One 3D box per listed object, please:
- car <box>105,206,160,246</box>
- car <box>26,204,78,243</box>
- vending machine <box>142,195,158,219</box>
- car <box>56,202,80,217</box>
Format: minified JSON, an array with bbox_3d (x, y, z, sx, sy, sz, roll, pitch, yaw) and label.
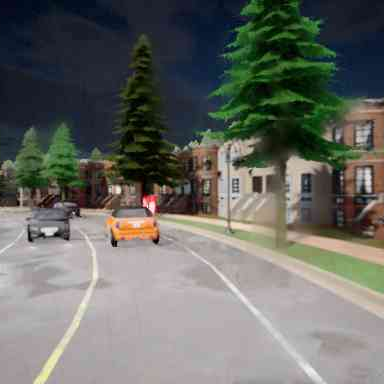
[{"bbox_3d":[-3.012,1.432,16.053,2.097,1.767,4.553,-1,0,-19],"label":"car"},{"bbox_3d":[-7.271,1.608,17.012,2.128,1.511,4.902,0,0,-23],"label":"car"},{"bbox_3d":[-3.813,1.332,30.073,1.100,2.100,0.880,0,0,-33],"label":"vending machine"},{"bbox_3d":[-12.484,1.716,32.455,1.837,1.490,4.892,0,-1,-40],"label":"car"}]
